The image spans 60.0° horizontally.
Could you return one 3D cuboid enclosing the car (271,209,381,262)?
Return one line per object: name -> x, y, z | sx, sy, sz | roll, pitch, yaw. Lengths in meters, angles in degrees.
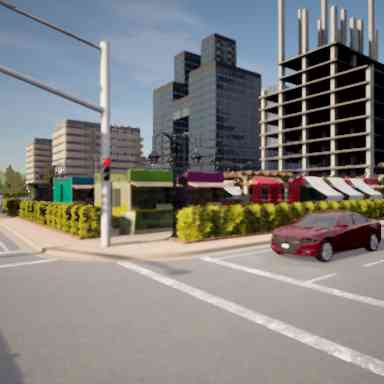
car -> 4.967, 1.426, 12.080 | 5.008, 1.535, 1.882 | 0, 0, -37
